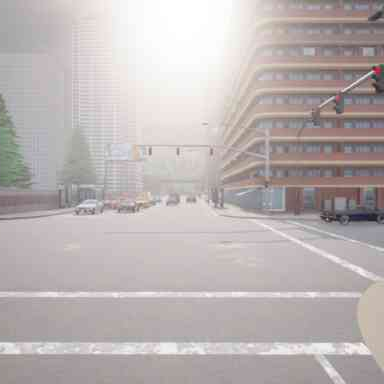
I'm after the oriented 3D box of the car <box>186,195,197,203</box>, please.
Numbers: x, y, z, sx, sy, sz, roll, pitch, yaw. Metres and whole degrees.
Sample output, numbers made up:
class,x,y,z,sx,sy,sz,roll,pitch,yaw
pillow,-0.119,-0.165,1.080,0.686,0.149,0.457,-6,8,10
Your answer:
class,x,y,z,sx,sy,sz,roll,pitch,yaw
car,-0.118,1.350,69.644,2.097,1.767,4.553,0,0,0

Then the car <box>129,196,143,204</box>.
class,x,y,z,sx,sy,sz,roll,pitch,yaw
car,-10.651,1.505,63.985,1.837,1.490,4.892,0,0,0

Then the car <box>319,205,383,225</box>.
class,x,y,z,sx,sy,sz,roll,pitch,yaw
car,11.384,1.545,23.162,4.718,1.301,1.895,0,0,-13

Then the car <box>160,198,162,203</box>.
class,x,y,z,sx,sy,sz,roll,pitch,yaw
car,-7.138,1.526,66.773,1.812,1.442,4.674,0,0,0

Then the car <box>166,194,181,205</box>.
class,x,y,z,sx,sy,sz,roll,pitch,yaw
car,-3.497,1.547,58.154,2.033,1.411,5.357,0,0,0

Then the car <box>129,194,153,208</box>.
class,x,y,z,sx,sy,sz,roll,pitch,yaw
car,-7.177,1.477,47.069,1.882,1.535,5.008,0,0,0

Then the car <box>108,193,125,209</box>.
class,x,y,z,sx,sy,sz,roll,pitch,yaw
car,-10.672,1.352,43.839,2.097,1.767,4.553,0,0,0

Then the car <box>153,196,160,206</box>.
class,x,y,z,sx,sy,sz,roll,pitch,yaw
car,-7.179,1.491,56.548,2.128,1.511,4.902,0,0,0

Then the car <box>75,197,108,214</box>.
class,x,y,z,sx,sy,sz,roll,pitch,yaw
car,-10.658,1.526,34.893,1.812,1.442,4.674,0,0,2

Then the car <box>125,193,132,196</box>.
class,x,y,z,sx,sy,sz,roll,pitch,yaw
car,-10.683,1.221,53.568,2.150,2.045,5.566,0,0,0

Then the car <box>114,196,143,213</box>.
class,x,y,z,sx,sy,sz,roll,pitch,yaw
car,-7.148,1.526,37.730,1.812,1.442,4.674,0,0,0
